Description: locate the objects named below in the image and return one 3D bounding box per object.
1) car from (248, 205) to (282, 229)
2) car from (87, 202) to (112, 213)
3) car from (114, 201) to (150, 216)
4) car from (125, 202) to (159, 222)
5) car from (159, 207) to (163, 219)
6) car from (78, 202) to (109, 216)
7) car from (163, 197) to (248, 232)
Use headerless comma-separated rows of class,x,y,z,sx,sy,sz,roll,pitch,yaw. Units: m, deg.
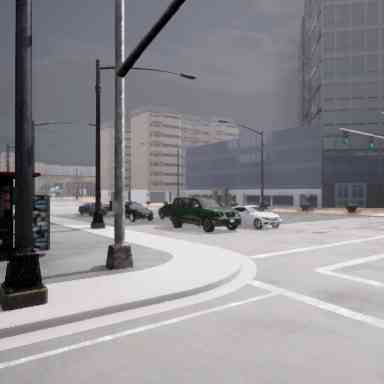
car,3.940,1.635,22.720,1.812,1.442,4.674,0,-1,-35
car,-12.706,2.060,45.741,1.994,1.385,4.181,0,-1,-35
car,-6.873,1.841,37.649,2.128,1.511,4.902,0,-1,-36
car,-5.135,1.741,29.287,1.837,1.490,4.892,0,-1,-36
car,-1.360,1.740,30.107,1.812,1.442,4.674,0,-1,-36
car,-11.381,1.939,37.903,2.033,1.411,5.357,0,-1,-36
car,0.673,1.335,21.289,2.150,2.045,5.566,0,-1,-36
